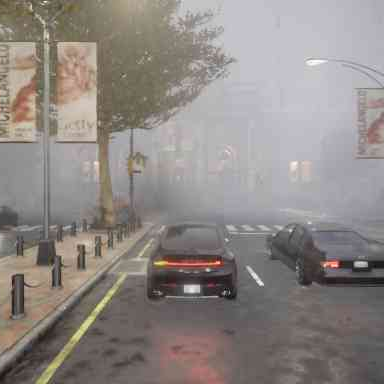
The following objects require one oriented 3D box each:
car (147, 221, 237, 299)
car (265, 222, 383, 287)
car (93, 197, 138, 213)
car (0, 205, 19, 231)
[{"bbox_3d":[-0.003,1.505,8.436,1.837,1.490,4.892,0,0,0],"label":"car"},{"bbox_3d":[3.496,1.547,9.400,2.033,1.411,5.357,0,0,0],"label":"car"},{"bbox_3d":[-8.183,1.352,35.939,4.553,1.767,2.097,0,0,0],"label":"car"},{"bbox_3d":[-12.060,1.526,20.320,1.812,1.442,4.674,0,0,-11],"label":"car"}]
